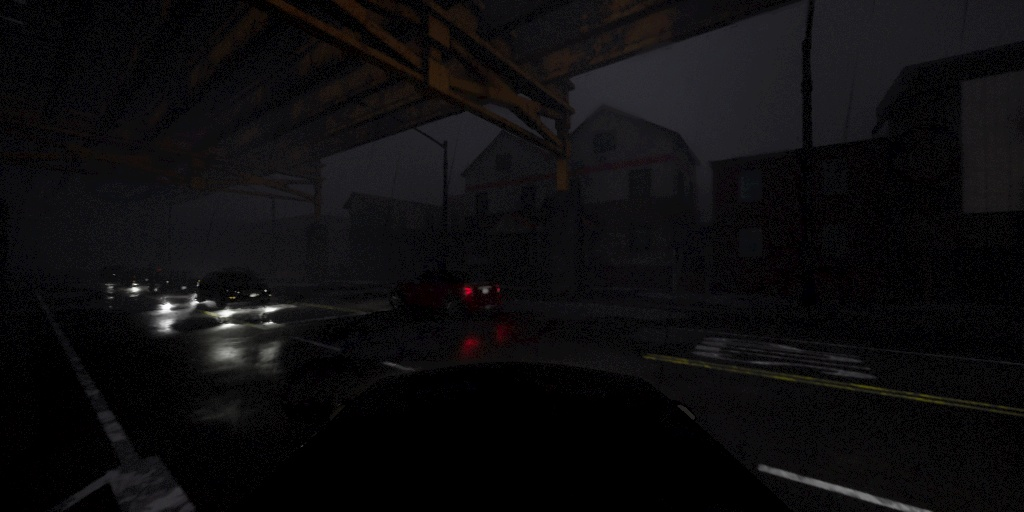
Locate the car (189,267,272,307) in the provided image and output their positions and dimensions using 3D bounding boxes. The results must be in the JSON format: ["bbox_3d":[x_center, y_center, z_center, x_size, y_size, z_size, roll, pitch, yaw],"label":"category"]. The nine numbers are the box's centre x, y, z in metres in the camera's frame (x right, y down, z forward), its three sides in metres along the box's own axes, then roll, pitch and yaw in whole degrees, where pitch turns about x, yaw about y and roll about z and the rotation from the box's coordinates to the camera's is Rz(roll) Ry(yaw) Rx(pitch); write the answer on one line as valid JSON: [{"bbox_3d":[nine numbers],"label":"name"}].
[{"bbox_3d":[-12.901,1.437,16.575,4.892,1.490,1.837,-1,-1,36],"label":"car"}]

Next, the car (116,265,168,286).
[{"bbox_3d":[-29.556,1.639,28.647,4.181,1.385,1.994,-1,-1,35],"label":"car"}]

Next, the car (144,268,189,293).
[{"bbox_3d":[-21.373,1.606,22.746,4.718,1.301,1.895,0,-1,36],"label":"car"}]

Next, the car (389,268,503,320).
[{"bbox_3d":[-2.628,1.254,13.671,4.553,1.767,2.097,-1,-1,36],"label":"car"}]

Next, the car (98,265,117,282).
[{"bbox_3d":[-37.219,1.641,33.806,4.892,1.490,1.837,-1,-1,32],"label":"car"}]

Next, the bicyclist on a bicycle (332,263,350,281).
[{"bbox_3d":[-15.170,1.430,31.807,0.582,1.620,1.656,0,-1,36],"label":"bicyclist on a bicycle"}]
